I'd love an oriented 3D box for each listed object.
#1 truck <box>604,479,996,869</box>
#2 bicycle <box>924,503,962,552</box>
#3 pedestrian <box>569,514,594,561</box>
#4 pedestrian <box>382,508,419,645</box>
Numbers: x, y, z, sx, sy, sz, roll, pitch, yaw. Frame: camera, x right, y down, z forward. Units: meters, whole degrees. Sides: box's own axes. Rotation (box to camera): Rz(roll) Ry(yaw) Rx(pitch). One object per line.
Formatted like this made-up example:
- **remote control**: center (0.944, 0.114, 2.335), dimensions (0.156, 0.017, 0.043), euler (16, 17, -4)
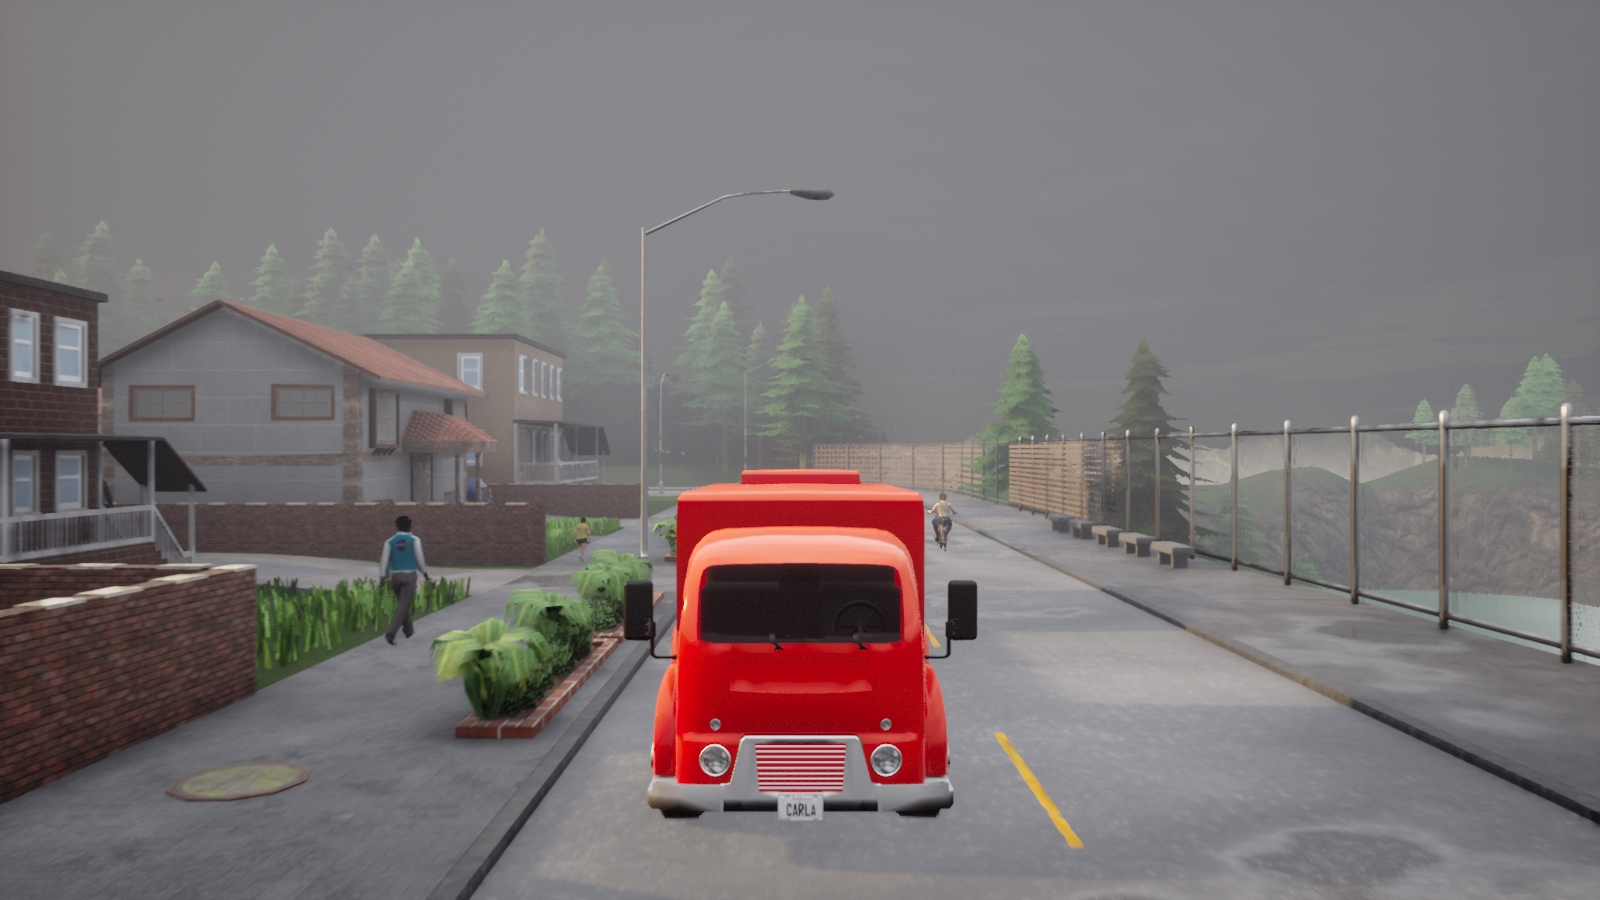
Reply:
- **truck**: center (0.000, 1.567, 10.255), dimensions (2.627, 2.467, 5.204), euler (0, 0, 0)
- **bicycle**: center (3.986, 2.160, 31.964), dimensions (0.859, 1.276, 1.487), euler (0, 0, 0)
- **pedestrian**: center (-5.295, 2.125, 27.713), dimensions (0.500, 1.100, 0.500), euler (0, 0, 0)
- **pedestrian**: center (-5.546, 1.747, 15.870), dimensions (0.375, 1.860, 0.375), euler (0, 0, 1)
